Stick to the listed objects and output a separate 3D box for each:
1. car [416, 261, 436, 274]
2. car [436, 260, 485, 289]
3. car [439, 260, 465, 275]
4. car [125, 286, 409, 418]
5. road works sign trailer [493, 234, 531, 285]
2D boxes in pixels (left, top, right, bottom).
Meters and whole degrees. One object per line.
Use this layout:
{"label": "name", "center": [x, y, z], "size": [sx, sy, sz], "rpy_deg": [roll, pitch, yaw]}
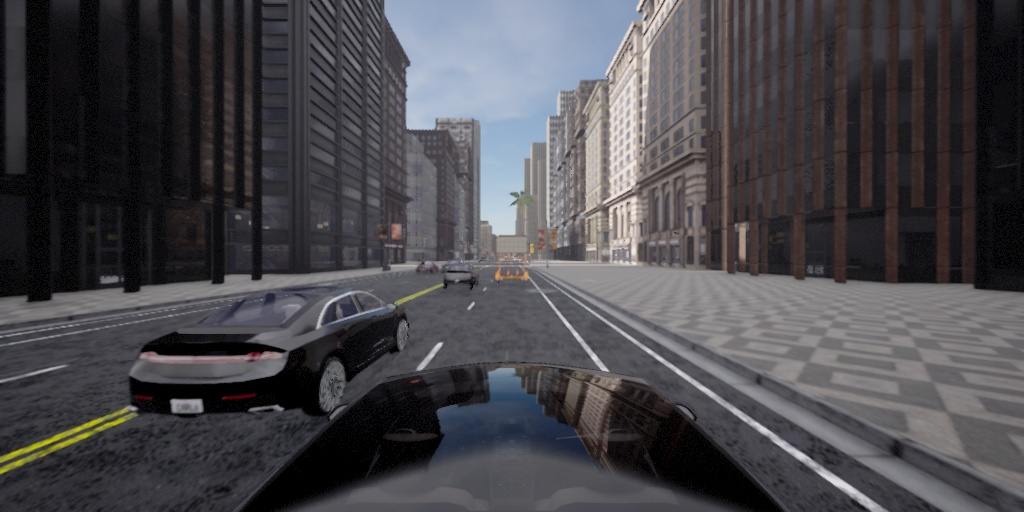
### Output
{"label": "car", "center": [-9.846, 1.286, 41.868], "size": [1.812, 1.442, 4.674], "rpy_deg": [0, 0, 0]}
{"label": "car", "center": [-3.156, 1.244, 23.025], "size": [2.128, 1.511, 4.902], "rpy_deg": [0, 0, 0]}
{"label": "car", "center": [-6.598, 1.251, 39.977], "size": [2.128, 1.511, 4.902], "rpy_deg": [0, 0, 0]}
{"label": "car", "center": [-3.150, 1.241, 5.901], "size": [2.128, 1.511, 4.902], "rpy_deg": [0, 0, 0]}
{"label": "road works sign trailer", "center": [-0.007, 0.218, 26.144], "size": [2.380, 3.560, 2.880], "rpy_deg": [0, 0, 0]}
